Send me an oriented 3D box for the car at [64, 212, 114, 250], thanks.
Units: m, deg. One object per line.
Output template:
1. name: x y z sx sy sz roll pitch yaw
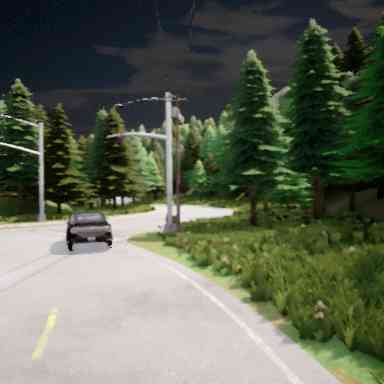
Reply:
1. car: -4.788 1.652 15.365 2.128 1.511 4.902 -1 0 -20
